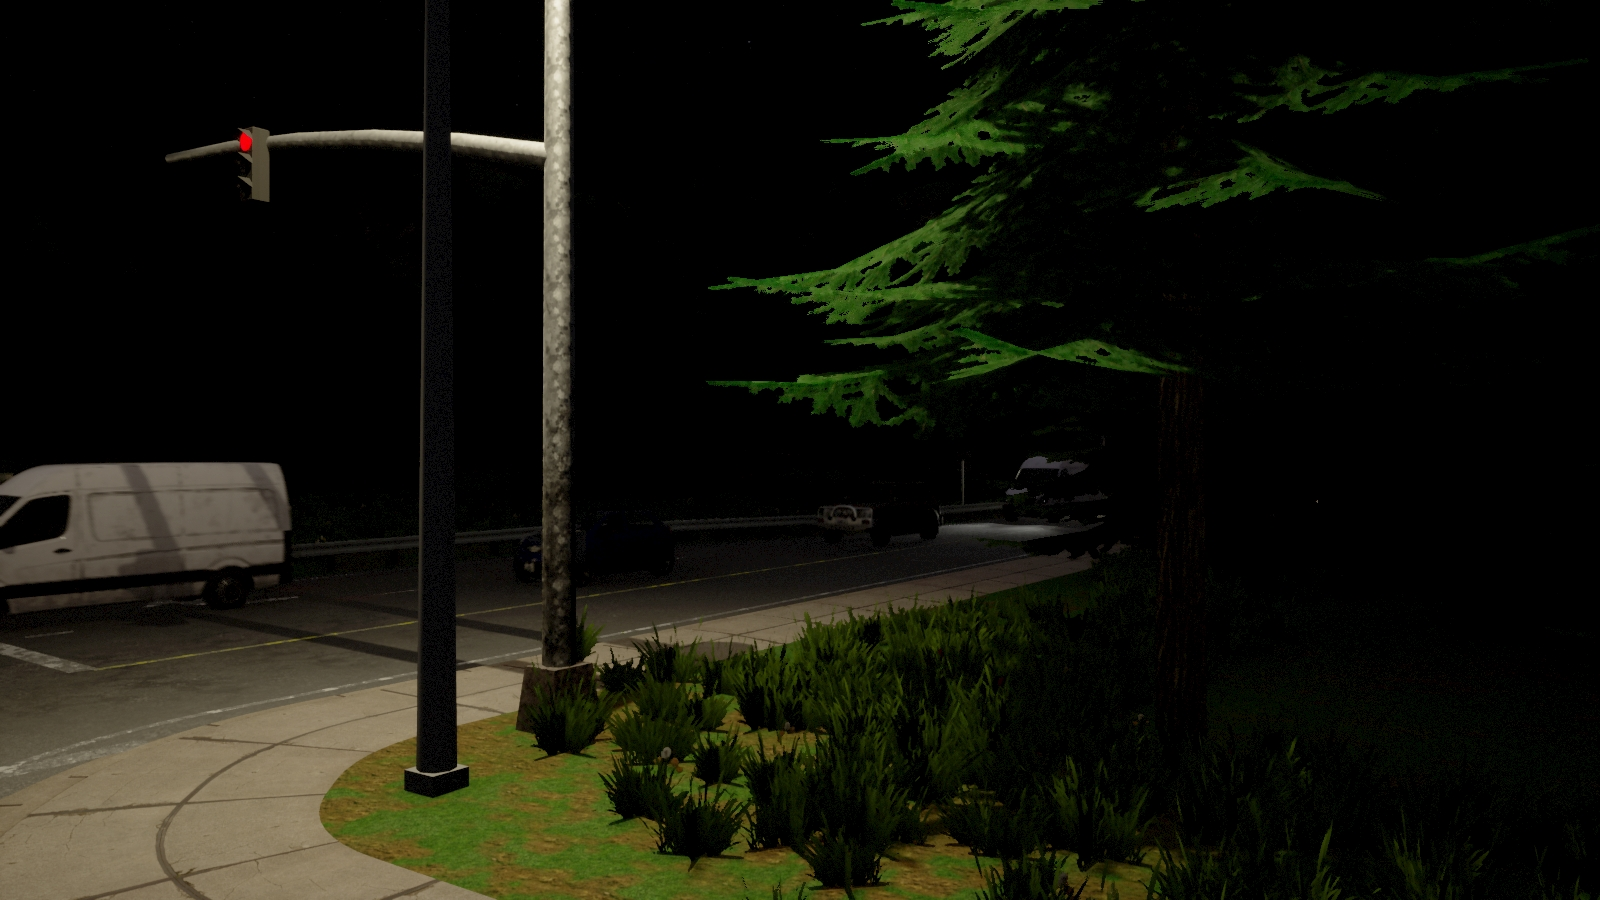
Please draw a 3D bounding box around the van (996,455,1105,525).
[{"bbox_3d":[9.943,1.498,44.944,1.988,2.561,5.915,0,0,36],"label":"van"}]

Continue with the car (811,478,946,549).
[{"bbox_3d":[2.423,1.827,34.188,1.932,1.855,4.605,0,0,35],"label":"car"}]

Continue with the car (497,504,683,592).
[{"bbox_3d":[-4.364,2.000,24.200,1.845,1.501,3.633,0,0,34],"label":"car"}]

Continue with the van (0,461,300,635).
[{"bbox_3d":[-11.699,1.495,18.999,1.988,2.561,5.915,0,0,40],"label":"van"}]
